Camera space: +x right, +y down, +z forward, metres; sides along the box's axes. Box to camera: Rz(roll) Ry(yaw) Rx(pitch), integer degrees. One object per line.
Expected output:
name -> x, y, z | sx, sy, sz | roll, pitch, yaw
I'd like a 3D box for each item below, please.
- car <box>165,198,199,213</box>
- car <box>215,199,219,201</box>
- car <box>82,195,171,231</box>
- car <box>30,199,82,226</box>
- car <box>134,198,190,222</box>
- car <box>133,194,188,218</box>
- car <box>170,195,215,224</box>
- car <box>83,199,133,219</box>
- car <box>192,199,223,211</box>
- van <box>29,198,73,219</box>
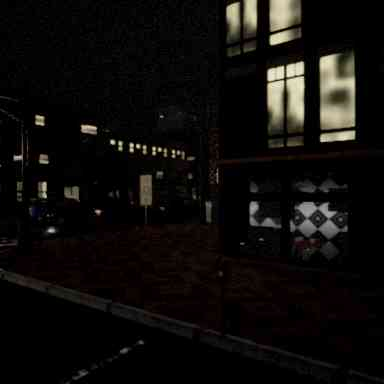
car -> -1.127, 1.518, 39.023 | 1.967, 1.590, 4.097 | 0, 0, 35
car -> 3.155, 1.563, 40.559 | 1.882, 1.535, 5.008 | 0, 0, 36
car -> -3.877, 1.316, 20.659 | 2.192, 1.841, 5.009 | 0, 0, 35
car -> -8.598, 1.492, 24.009 | 1.882, 1.535, 5.008 | 0, 0, 35
car -> -2.382, 1.380, 27.267 | 2.097, 1.767, 4.553 | 0, 0, 36
car -> -2.891, 1.269, 32.052 | 2.150, 2.045, 5.566 | 0, 0, 35
car -> -0.682, 1.334, 25.166 | 2.192, 1.841, 5.009 | 0, 0, 35
car -> -7.518, 1.479, 30.010 | 1.967, 1.590, 4.097 | 0, 0, 35
car -> 2.068, 1.649, 43.527 | 2.008, 1.369, 4.403 | 0, 0, 35
van -> -10.714, 1.361, 25.505 | 1.690, 1.788, 3.998 | 0, 0, 35
